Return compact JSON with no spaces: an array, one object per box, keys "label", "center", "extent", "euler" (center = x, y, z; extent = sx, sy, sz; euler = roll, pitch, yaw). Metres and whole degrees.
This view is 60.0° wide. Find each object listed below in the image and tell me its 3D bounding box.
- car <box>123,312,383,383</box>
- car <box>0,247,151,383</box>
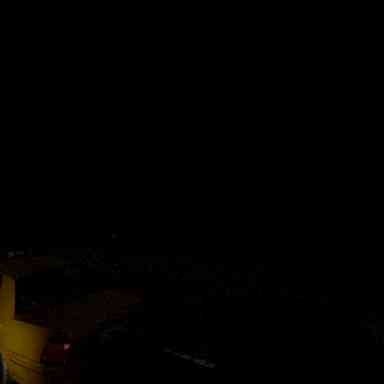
[{"label":"car","center":[1.948,1.551,1.702],"extent":[4.403,1.369,2.008],"euler":[0,1,35]},{"label":"car","center":[-2.742,1.523,5.040],"extent":[4.829,1.417,1.752],"euler":[0,1,35]}]
